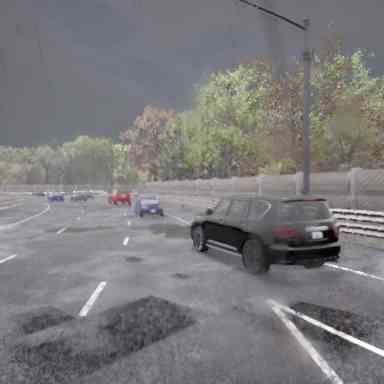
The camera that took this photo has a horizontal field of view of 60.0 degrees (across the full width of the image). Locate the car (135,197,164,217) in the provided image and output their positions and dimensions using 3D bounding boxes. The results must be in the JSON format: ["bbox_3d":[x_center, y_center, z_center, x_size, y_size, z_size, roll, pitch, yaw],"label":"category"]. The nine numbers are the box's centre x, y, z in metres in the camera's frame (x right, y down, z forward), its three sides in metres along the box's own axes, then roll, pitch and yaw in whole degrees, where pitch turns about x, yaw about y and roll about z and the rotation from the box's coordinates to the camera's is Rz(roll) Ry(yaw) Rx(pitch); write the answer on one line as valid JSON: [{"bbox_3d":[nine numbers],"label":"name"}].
[{"bbox_3d":[-3.456,1.151,26.576,1.812,1.442,4.674,-2,3,-15],"label":"car"}]

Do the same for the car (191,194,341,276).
[{"bbox_3d":[1.873,1.076,10.247,2.150,2.045,5.566,-1,1,-23],"label":"car"}]

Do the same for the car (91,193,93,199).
[{"bbox_3d":[-21.734,0.523,67.961,2.097,1.767,4.553,-1,1,-28],"label":"car"}]

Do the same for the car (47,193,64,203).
[{"bbox_3d":[-21.697,0.847,52.887,1.882,1.535,5.008,-1,1,-32],"label":"car"}]

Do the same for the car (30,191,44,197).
[{"bbox_3d":[-39.647,0.503,85.177,4.892,1.490,1.837,0,1,41],"label":"car"}]

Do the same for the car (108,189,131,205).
[{"bbox_3d":[-9.777,0.654,44.708,2.150,2.045,5.566,0,0,-24],"label":"car"}]

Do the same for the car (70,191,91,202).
[{"bbox_3d":[-18.685,0.840,54.670,1.837,1.490,4.892,-1,1,-32],"label":"car"}]
